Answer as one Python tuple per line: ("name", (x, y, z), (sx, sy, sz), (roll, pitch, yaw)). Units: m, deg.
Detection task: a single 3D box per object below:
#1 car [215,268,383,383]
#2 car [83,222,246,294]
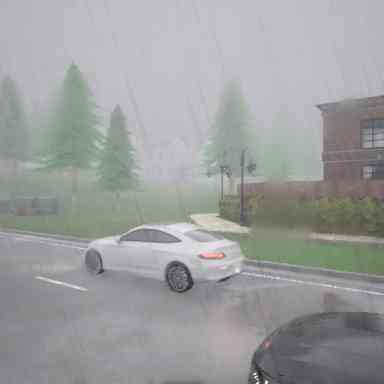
("car", (2.722, 1.506, 2.036), (4.892, 1.490, 1.837), (0, 0, 35))
("car", (-0.864, 1.526, 8.793), (4.674, 1.442, 1.812), (0, 0, 35))
